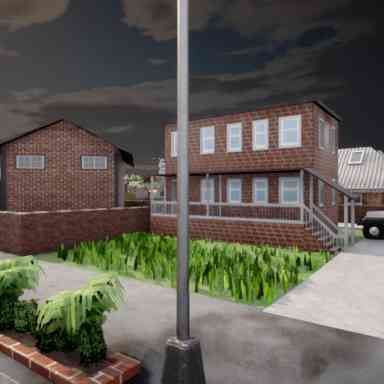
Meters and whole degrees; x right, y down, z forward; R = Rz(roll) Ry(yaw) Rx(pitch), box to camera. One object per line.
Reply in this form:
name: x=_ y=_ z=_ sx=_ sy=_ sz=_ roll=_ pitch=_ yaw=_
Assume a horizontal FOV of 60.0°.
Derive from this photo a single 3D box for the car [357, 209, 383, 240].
car: x=8.493 y=0.973 z=12.590 sx=3.866 sy=1.878 sz=1.905 roll=0 pitch=0 yaw=36
